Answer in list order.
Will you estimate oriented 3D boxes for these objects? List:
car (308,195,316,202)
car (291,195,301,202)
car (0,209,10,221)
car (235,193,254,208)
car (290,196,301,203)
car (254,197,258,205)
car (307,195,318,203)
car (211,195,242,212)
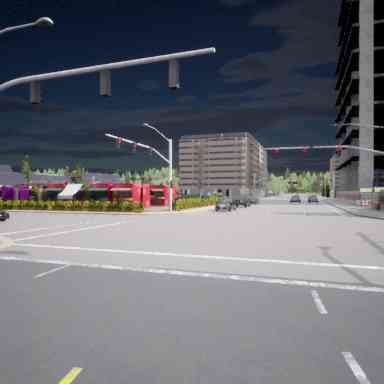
[{"bbox_3d":[28.018,1.524,77.657,1.812,1.442,4.674,0,0,19],"label":"car"},{"bbox_3d":[24.596,1.540,78.461,2.033,1.411,5.357,0,0,19],"label":"car"},{"bbox_3d":[-16.477,1.619,26.074,4.181,1.385,1.994,0,0,19],"label":"car"},{"bbox_3d":[7.313,1.221,49.267,2.150,2.045,5.566,0,0,18],"label":"car"},{"bbox_3d":[21.519,1.555,69.236,1.994,1.385,4.181,0,0,19],"label":"car"},{"bbox_3d":[10.541,1.564,58.806,1.994,1.385,4.181,0,0,19],"label":"car"},{"bbox_3d":[24.729,1.541,67.801,2.033,1.411,5.357,0,0,19],"label":"car"},{"bbox_3d":[4.116,1.491,39.756,2.128,1.511,4.902,0,0,19],"label":"car"}]
